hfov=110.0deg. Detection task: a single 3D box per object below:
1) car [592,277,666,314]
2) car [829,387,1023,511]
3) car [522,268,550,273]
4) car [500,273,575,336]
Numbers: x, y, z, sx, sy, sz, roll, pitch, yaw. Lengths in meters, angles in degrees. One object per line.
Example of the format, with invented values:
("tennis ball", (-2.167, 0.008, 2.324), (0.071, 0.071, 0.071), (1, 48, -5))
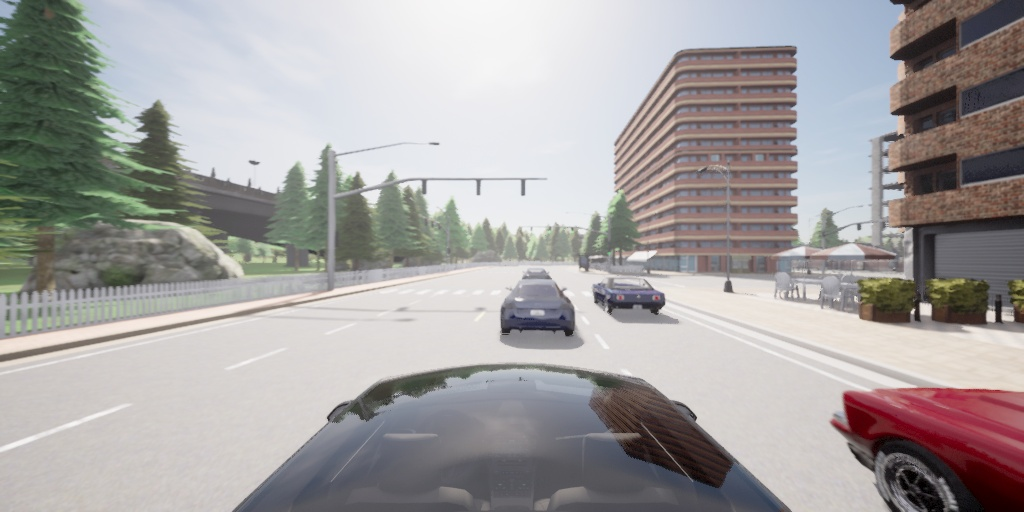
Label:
("car", (4.440, 1.472, 14.438), (1.895, 1.301, 4.718), (0, 0, 4))
("car", (3.819, 1.372, 1.073), (1.895, 1.301, 4.718), (0, 0, 0))
("car", (1.641, 1.494, 24.577), (1.994, 1.385, 4.181), (0, -1, 4))
("car", (0.738, 1.383, 10.813), (1.994, 1.385, 4.181), (0, -1, 3))
